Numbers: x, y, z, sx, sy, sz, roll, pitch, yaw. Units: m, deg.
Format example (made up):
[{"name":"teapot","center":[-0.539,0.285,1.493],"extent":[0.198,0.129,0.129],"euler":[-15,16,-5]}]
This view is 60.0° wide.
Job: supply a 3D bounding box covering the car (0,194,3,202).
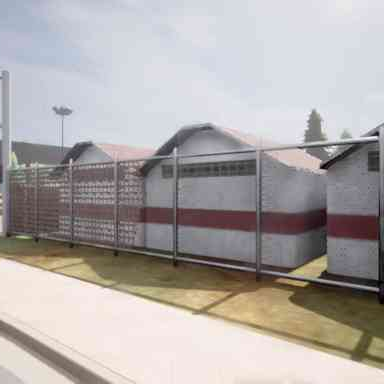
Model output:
[{"name":"car","center":[-22.540,1.210,40.007],"extent":[2.150,2.045,5.566],"euler":[0,0,37]}]
